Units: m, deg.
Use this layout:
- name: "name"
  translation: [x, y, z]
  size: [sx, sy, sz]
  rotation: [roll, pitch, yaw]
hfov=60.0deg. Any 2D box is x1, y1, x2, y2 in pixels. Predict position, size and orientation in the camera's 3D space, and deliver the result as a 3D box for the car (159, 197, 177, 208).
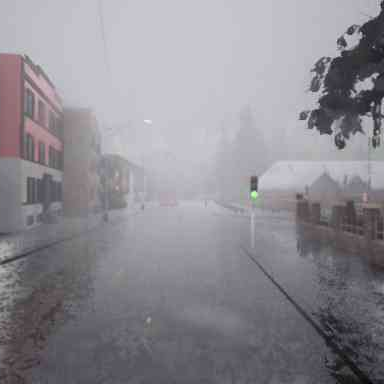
- name: "car"
  translation: [-4.048, 1.608, 53.016]
  size: [2.097, 1.767, 4.553]
  rotation: [0, 0, 1]
